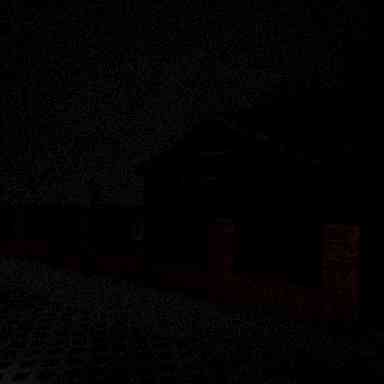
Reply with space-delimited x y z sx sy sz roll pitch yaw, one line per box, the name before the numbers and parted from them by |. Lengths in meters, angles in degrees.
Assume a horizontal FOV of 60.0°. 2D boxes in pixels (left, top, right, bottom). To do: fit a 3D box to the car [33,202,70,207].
car | -10.313 1.543 23.035 2.097 1.767 4.553 -1 -1 35
